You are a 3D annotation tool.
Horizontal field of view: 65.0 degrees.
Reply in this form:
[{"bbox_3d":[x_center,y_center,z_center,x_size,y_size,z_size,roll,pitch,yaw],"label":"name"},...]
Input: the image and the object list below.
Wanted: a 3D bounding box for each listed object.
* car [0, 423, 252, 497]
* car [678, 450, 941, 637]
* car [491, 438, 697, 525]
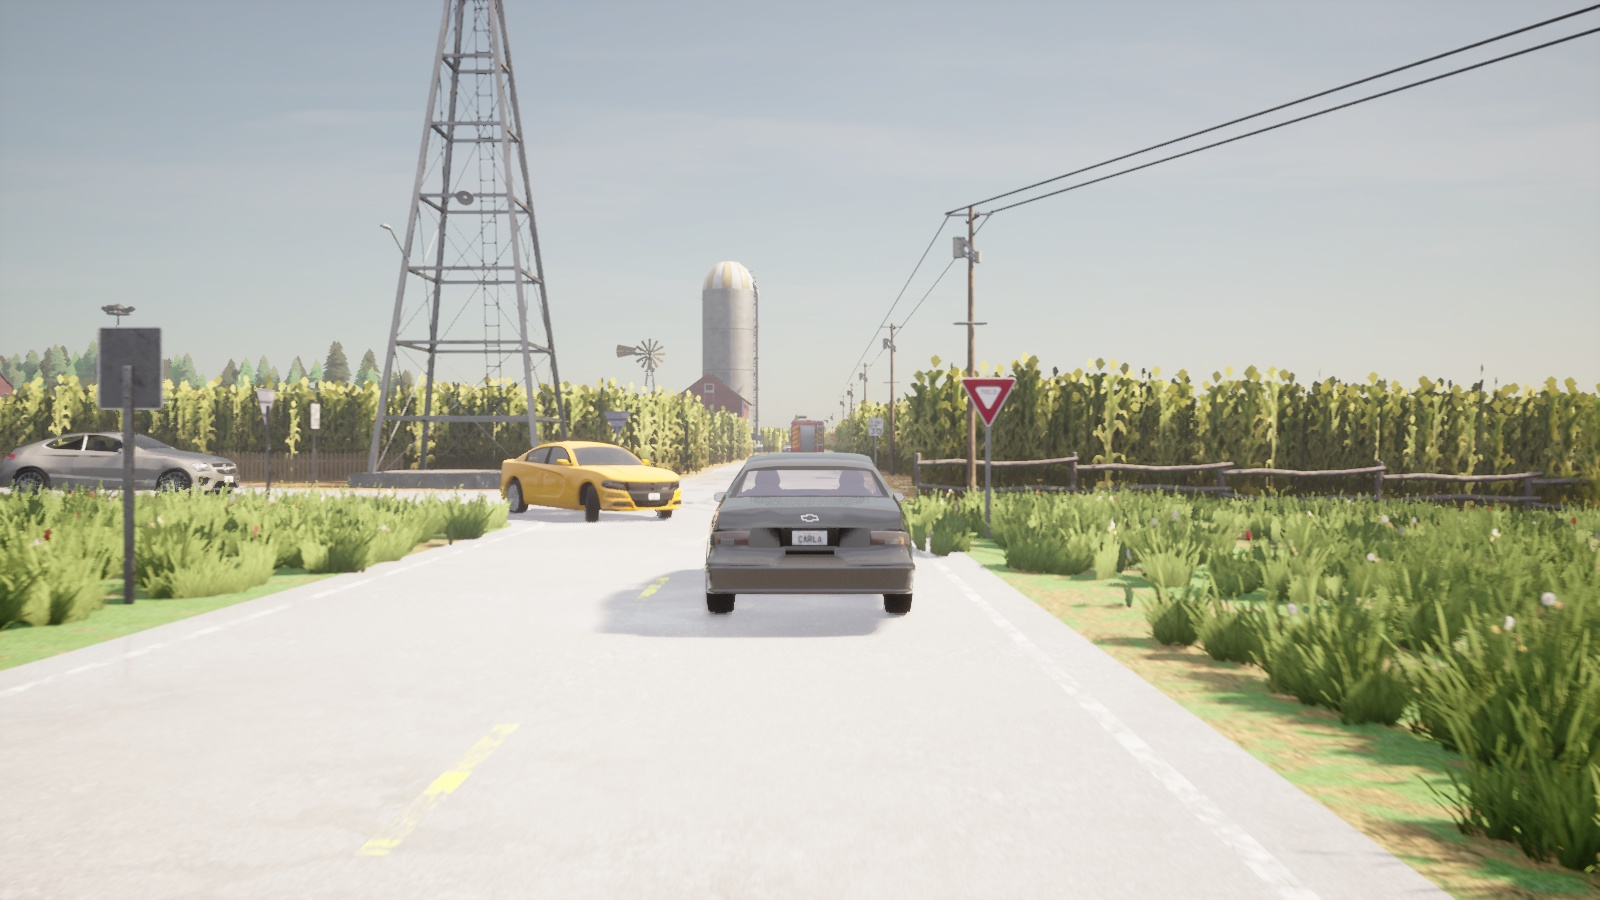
[{"bbox_3d":[-15.727,0.208,29.182,5.027,1.651,2.152,0,0,1],"label":"car"},{"bbox_3d":[0.087,0.724,12.376,2.033,1.411,5.357,0,0,0],"label":"car"},{"bbox_3d":[-4.259,0.563,25.282,1.882,1.535,5.008,1,0,-38],"label":"car"}]
